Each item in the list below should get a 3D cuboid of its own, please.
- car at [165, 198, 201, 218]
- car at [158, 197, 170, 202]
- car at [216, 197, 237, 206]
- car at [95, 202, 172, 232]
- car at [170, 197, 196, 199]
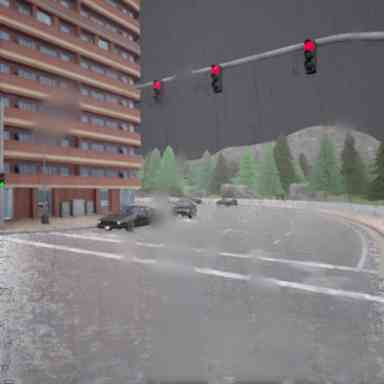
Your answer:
[{"bbox_3d":[-0.715,1.576,30.384,2.033,1.411,5.357,0,0,7],"label":"car"},{"bbox_3d":[-4.649,1.648,63.726,4.674,1.442,1.812,0,0,44],"label":"car"},{"bbox_3d":[5.699,1.583,54.532,1.812,1.442,4.674,0,0,-25],"label":"car"},{"bbox_3d":[-3.550,1.565,20.569,2.033,1.411,5.357,0,0,24],"label":"car"},{"bbox_3d":[-0.999,1.405,40.681,2.097,1.767,4.553,0,0,-11],"label":"car"}]
